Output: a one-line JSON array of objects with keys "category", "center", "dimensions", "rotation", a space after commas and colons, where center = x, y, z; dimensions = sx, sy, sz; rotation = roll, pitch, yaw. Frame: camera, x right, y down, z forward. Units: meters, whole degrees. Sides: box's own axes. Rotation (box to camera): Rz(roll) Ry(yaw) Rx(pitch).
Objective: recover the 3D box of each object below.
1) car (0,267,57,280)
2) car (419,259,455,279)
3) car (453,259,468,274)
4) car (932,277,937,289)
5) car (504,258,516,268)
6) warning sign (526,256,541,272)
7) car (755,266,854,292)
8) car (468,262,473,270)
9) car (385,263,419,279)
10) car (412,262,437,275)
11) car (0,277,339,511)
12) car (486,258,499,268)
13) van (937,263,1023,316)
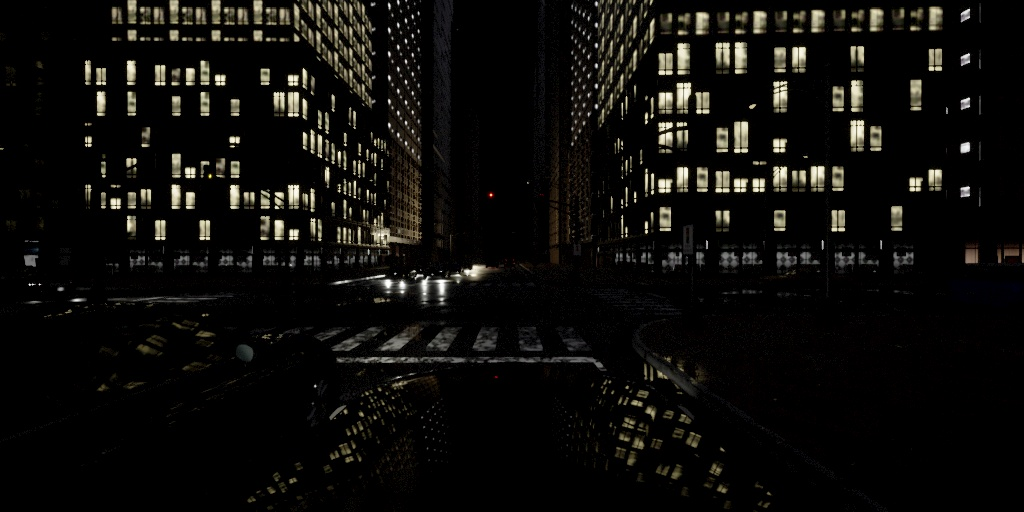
[{"category": "car", "center": [-23.089, 1.250, 16.389], "dimensions": [4.902, 1.511, 2.128], "rotation": [0, 0, 0]}, {"category": "car", "center": [-6.800, 1.305, 32.955], "dimensions": [1.812, 1.442, 4.674], "rotation": [0, 0, 0]}, {"category": "car", "center": [-6.864, 1.277, 42.828], "dimensions": [1.882, 1.535, 5.008], "rotation": [0, 0, 0]}, {"category": "car", "center": [26.802, 1.357, 20.522], "dimensions": [4.207, 1.307, 1.802], "rotation": [0, 0, 2]}, {"category": "car", "center": [-0.401, 1.426, 63.832], "dimensions": [1.994, 1.385, 4.181], "rotation": [0, 0, 0]}, {"category": "warning sign", "center": [2.598, 0.910, 40.836], "dimensions": [1.300, 1.860, 1.060], "rotation": [0, 0, 0]}, {"category": "car", "center": [16.964, 1.293, 20.942], "dimensions": [4.829, 1.417, 1.751], "rotation": [0, 0, 2]}, {"category": "car", "center": [-6.917, 1.390, 52.807], "dimensions": [1.994, 1.385, 4.181], "rotation": [0, 0, 0]}, {"category": "car", "center": [-10.051, 1.343, 32.798], "dimensions": [1.994, 1.385, 4.181], "rotation": [0, 0, 0]}, {"category": "car", "center": [-10.100, 1.361, 41.707], "dimensions": [1.994, 1.385, 4.181], "rotation": [0, 0, 0]}, {"category": "car", "center": [-3.155, 1.102, 2.560], "dimensions": [2.097, 1.767, 4.553], "rotation": [0, 0, 0]}, {"category": "car", "center": [-3.545, 1.214, 63.651], "dimensions": [2.097, 1.767, 4.553], "rotation": [0, 0, -1]}, {"category": "van", "center": [18.288, 1.119, 12.779], "dimensions": [3.998, 1.789, 1.690], "rotation": [0, 0, 2]}]
